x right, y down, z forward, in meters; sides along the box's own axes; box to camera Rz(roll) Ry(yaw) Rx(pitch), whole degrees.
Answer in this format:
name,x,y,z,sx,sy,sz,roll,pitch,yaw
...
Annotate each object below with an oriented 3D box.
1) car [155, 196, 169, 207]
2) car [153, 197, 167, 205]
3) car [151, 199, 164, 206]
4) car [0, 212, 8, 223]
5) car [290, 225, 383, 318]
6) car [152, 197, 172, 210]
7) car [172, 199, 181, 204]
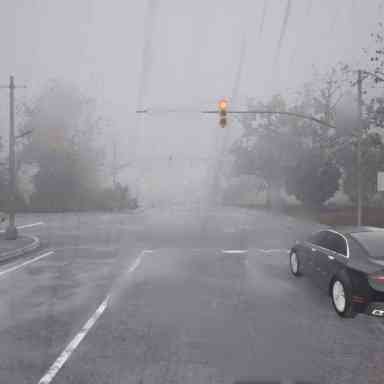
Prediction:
name,x,y,z,sx,sy,sz,roll,pitch,yaw
car,-4.907,1.595,54.498,2.097,1.767,4.553,0,-1,-7
car,-8.062,2.218,82.959,2.097,1.767,4.553,0,-1,-25
car,-7.274,2.114,69.139,2.033,1.411,5.357,0,-1,-13
car,-15.476,1.675,23.002,4.718,1.301,1.895,-1,0,-3
car,3.598,1.505,7.400,1.837,1.490,4.892,0,0,1
car,-4.067,1.440,44.442,2.097,1.767,4.553,0,-1,-4
car,-4.376,2.432,83.133,1.895,1.301,4.718,0,-1,-22
